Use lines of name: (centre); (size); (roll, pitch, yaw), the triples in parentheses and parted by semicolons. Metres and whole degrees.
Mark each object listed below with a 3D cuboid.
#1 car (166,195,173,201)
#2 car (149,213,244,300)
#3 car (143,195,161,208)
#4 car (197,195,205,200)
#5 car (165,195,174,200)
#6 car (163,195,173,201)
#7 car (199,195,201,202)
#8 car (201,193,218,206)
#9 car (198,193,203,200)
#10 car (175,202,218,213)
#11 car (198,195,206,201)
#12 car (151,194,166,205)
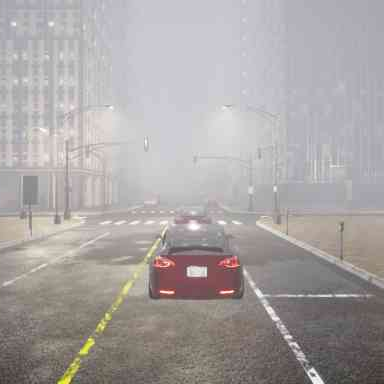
car: (-5.900, 1.438, 76.534); (1.887, 1.381, 4.507); (0, 0, 0)
car: (0.075, 1.502, 8.416); (2.163, 1.488, 4.792); (0, 0, 0)
car: (-5.951, 1.485, 47.984); (1.752, 1.417, 4.829); (0, 0, 0)
car: (2.449, 1.411, 87.901); (2.008, 1.369, 4.403); (0, 0, 0)
car: (-5.931, 1.410, 87.885); (2.008, 1.369, 4.403); (0, 0, 0)
car: (-5.916, 1.428, 82.209); (2.008, 1.369, 4.403); (0, 0, 0)
car: (2.642, 1.499, 53.855); (2.008, 1.369, 4.403); (0, 0, 0)
car: (2.689, 1.400, 48.177); (1.967, 1.590, 4.097); (0, 0, 0)
car: (2.497, 1.223, 70.877); (2.192, 1.841, 5.009); (0, 0, 0)
car: (0.040, 1.497, 18.411); (2.163, 1.488, 4.792); (0, 0, 0)
car: (2.465, 1.422, 82.227); (1.887, 1.381, 4.507); (0, 0, 0)
car: (-5.936, 1.264, 53.832); (2.192, 1.841, 5.009); (0, 0, 0)
